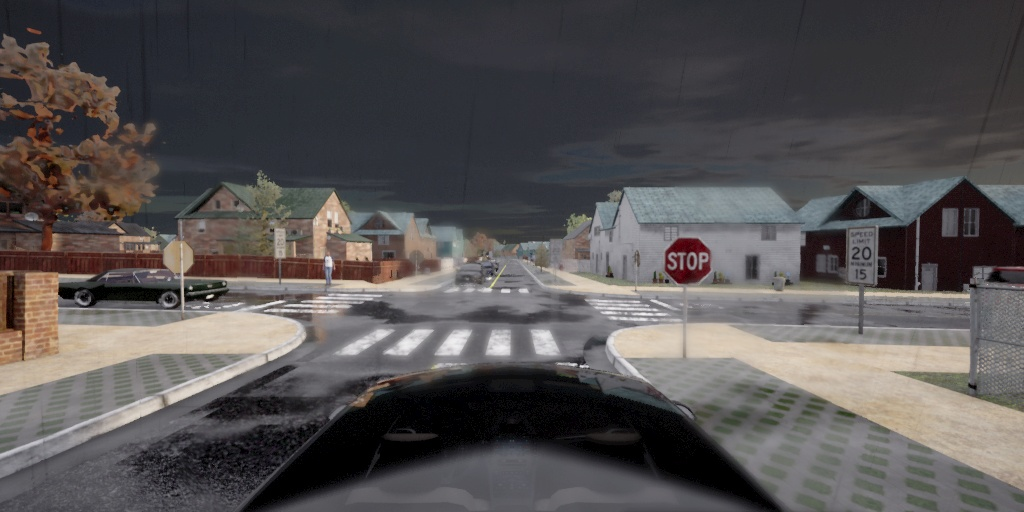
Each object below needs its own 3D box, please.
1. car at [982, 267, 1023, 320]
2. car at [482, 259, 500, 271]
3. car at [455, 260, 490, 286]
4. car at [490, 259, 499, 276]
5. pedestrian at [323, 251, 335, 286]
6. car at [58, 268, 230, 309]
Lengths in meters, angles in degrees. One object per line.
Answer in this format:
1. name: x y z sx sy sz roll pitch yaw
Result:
1. car: 20.100 1.458 12.574 5.566 2.045 2.150 1 1 2
2. car: -2.761 1.214 48.088 2.128 1.511 4.902 0 0 0
3. car: -2.840 1.244 25.372 1.837 1.490 4.892 0 0 1
4. car: -2.779 1.280 37.420 2.033 1.411 5.357 0 0 0
5. pedestrian: -9.654 0.610 18.880 0.375 1.860 0.375 0 0 1
6. car: -13.264 1.132 13.126 4.718 1.301 1.895 1 1 0
